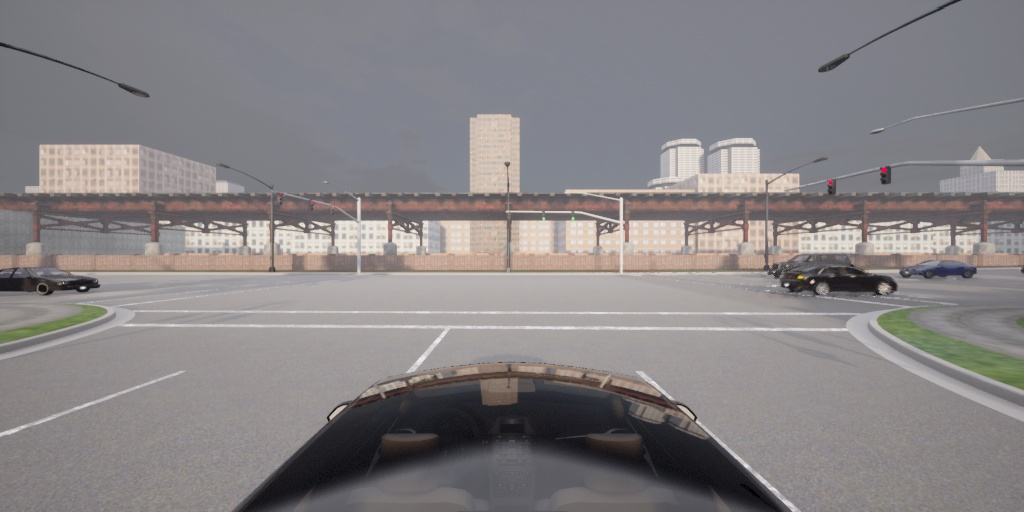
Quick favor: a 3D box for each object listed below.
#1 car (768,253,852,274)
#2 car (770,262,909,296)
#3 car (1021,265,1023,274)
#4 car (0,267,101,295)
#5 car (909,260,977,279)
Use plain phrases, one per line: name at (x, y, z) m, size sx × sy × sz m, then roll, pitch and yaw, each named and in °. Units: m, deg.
car at (23.571, 0.821, 28.337) m, size 5.566 × 2.045 × 2.150 m, roll -1°, pitch 0°, yaw 3°
car at (16.176, 1.180, 17.895) m, size 4.892 × 1.490 × 1.837 m, roll 0°, pitch 0°, yaw 2°
car at (42.814, 0.821, 27.818) m, size 4.902 × 1.511 × 2.128 m, roll -1°, pitch 0°, yaw 2°
car at (-25.289, 1.295, 18.993) m, size 5.357 × 1.411 × 2.033 m, roll 0°, pitch 0°, yaw 2°
car at (33.329, 1.009, 28.086) m, size 4.674 × 1.442 × 1.812 m, roll -1°, pitch 0°, yaw 2°
